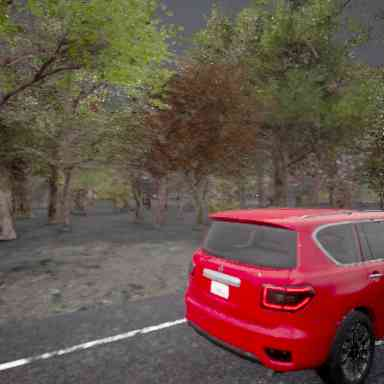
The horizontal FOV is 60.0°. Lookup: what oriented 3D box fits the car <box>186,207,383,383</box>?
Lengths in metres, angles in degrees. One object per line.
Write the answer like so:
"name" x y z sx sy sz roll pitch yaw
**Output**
"car" 2.516 1.280 5.542 5.566 2.045 2.150 1 0 -35
